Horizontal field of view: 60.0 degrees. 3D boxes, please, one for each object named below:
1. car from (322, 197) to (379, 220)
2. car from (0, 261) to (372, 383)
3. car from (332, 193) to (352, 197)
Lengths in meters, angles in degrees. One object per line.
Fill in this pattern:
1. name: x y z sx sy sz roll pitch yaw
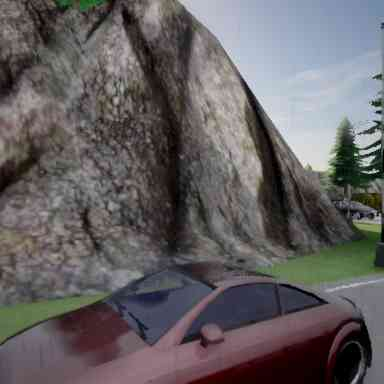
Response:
1. car: 13.446 1.492 28.490 2.128 1.511 4.902 0 0 -25
2. car: 0.056 1.564 3.701 4.181 1.385 1.994 0 0 -32
3. car: 24.783 1.221 53.307 5.566 2.045 2.150 0 0 -27
